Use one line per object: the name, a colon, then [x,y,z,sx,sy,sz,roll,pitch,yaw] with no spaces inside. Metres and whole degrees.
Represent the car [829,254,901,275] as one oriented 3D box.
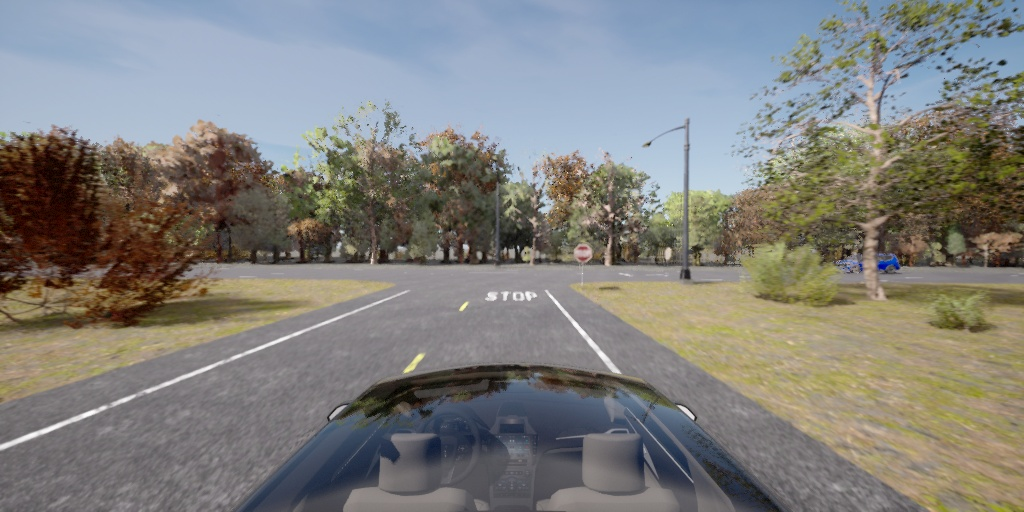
car: [34.269,0.825,34.906,5.566,2.045,2.150,-1,1,0]
